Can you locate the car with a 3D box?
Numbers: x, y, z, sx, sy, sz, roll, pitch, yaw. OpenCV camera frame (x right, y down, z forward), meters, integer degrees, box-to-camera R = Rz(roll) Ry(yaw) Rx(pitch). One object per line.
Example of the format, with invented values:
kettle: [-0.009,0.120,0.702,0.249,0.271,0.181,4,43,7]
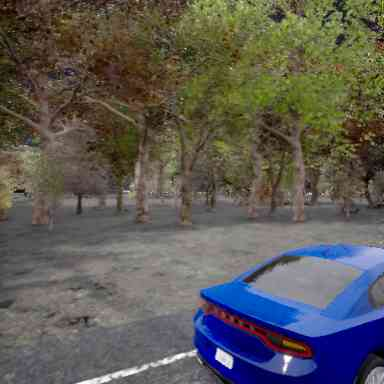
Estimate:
car: [2.394,1.491,4.651,5.008,1.535,1.882,0,0,-33]
